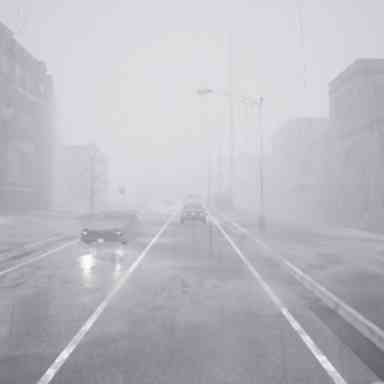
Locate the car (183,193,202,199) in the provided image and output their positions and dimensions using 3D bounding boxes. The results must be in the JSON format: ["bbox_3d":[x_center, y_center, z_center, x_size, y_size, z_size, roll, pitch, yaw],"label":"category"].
[{"bbox_3d":[0.076,1.182,42.316,2.150,2.045,5.566,0,0,0],"label":"car"}]

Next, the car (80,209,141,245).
[{"bbox_3d":[-3.604,1.532,15.810,2.033,1.411,5.357,0,0,0],"label":"car"}]

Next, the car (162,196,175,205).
[{"bbox_3d":[-3.991,1.420,56.730,1.882,1.535,5.008,0,0,-4],"label":"car"}]

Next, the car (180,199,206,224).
[{"bbox_3d":[0.094,1.523,24.735,2.033,1.411,5.357,0,0,0],"label":"car"}]
